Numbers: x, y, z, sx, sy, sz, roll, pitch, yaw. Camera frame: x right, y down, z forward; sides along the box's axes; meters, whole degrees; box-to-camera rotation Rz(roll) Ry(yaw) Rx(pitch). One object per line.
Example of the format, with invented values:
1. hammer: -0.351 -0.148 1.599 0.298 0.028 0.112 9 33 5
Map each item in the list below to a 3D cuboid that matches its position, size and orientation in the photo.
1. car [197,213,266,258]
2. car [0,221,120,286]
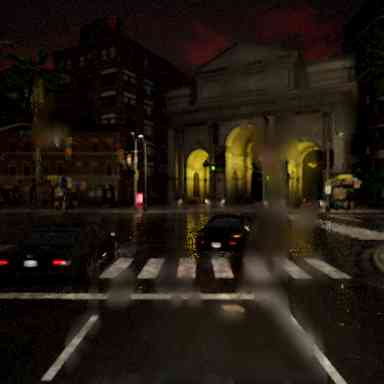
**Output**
1. car: 1.589 1.529 12.820 1.812 1.442 4.674 -1 0 20
2. car: -3.428 1.550 9.485 2.033 1.411 5.357 0 0 -1
